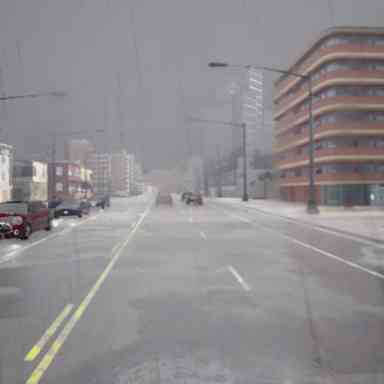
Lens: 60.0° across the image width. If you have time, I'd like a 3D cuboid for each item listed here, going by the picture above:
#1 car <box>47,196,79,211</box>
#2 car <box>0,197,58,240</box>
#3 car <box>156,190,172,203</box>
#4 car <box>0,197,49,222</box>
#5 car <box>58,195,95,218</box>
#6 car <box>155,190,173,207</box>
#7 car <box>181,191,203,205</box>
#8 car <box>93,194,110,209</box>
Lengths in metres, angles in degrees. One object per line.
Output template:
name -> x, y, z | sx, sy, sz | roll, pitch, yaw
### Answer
car -> -13.543, 1.149, 35.270 | 1.895, 1.301, 4.718 | -1, 1, -4
car -> -8.413, 1.221, 16.034 | 2.097, 1.767, 4.553 | -1, 1, -5
car -> -4.072, 0.546, 48.286 | 2.097, 1.767, 4.553 | -1, 1, -5
car -> -12.691, 1.235, 24.980 | 2.128, 1.511, 4.902 | -1, 1, -5
car -> -9.263, 1.246, 25.982 | 1.994, 1.385, 4.181 | -1, 1, -5
car -> -3.167, 0.864, 37.803 | 2.128, 1.511, 4.902 | -1, 1, -5
car -> 0.193, 0.764, 40.732 | 2.128, 1.511, 4.902 | -1, 1, -5
car -> -10.089, 0.984, 35.960 | 2.128, 1.511, 4.902 | -1, 1, -4
